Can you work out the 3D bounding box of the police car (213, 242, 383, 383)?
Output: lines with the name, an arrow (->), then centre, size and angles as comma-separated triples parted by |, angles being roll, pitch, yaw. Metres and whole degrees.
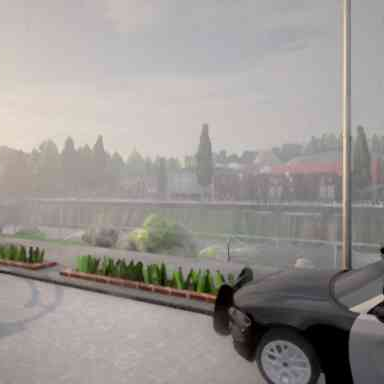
police car -> 2.772, 1.383, 3.723 | 5.238, 1.638, 1.930 | 0, 4, 29
